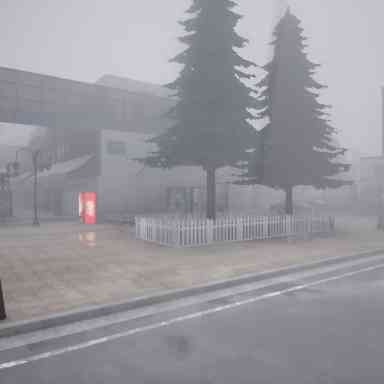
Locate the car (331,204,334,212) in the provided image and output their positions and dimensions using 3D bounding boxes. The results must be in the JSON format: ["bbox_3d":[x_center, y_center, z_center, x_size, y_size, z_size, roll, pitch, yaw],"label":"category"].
[{"bbox_3d":[11.874,1.462,33.881,1.882,1.535,5.008,0,0,-33],"label":"car"}]

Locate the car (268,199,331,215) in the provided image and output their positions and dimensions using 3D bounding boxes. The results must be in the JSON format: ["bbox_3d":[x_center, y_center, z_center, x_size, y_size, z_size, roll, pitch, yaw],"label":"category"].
[{"bbox_3d":[9.582,1.532,30.796,2.033,1.411,5.357,0,0,-34],"label":"car"}]
